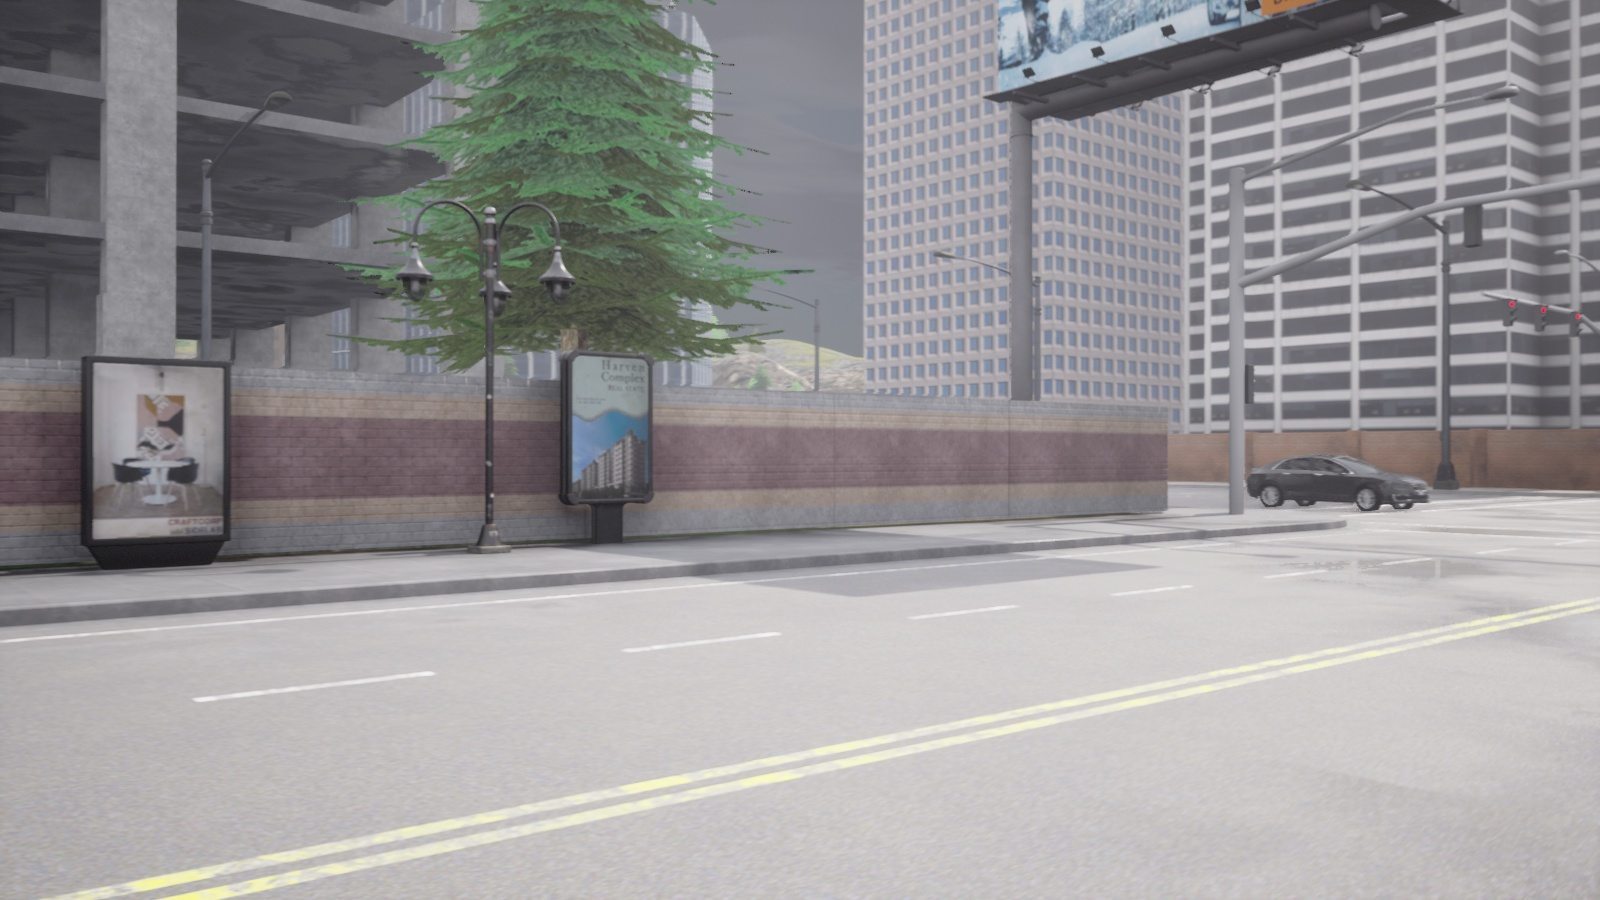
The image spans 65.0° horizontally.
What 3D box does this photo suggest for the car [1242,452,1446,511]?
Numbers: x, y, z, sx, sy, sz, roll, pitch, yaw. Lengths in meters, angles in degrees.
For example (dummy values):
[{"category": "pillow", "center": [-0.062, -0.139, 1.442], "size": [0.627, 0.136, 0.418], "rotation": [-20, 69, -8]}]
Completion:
[{"category": "car", "center": [14.788, 0.819, 34.418], "size": [1.837, 1.490, 4.892], "rotation": [0, 0, -35]}]
